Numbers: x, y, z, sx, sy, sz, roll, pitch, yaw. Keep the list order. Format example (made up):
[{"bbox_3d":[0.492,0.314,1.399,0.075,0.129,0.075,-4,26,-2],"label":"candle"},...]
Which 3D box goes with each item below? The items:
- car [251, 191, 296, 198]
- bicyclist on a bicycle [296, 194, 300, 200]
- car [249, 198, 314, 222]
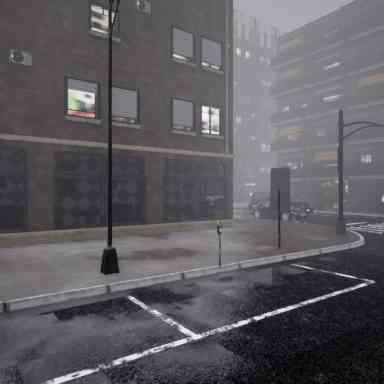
[{"bbox_3d":[7.135,0.988,27.301,2.150,2.045,5.566,0,1,-36],"label":"car"},{"bbox_3d":[11.485,1.011,36.175,1.656,1.620,0.582,0,1,-36],"label":"bicyclist on a bicycle"},{"bbox_3d":[6.227,1.342,24.159,2.008,1.369,4.403,1,0,-36],"label":"car"}]
